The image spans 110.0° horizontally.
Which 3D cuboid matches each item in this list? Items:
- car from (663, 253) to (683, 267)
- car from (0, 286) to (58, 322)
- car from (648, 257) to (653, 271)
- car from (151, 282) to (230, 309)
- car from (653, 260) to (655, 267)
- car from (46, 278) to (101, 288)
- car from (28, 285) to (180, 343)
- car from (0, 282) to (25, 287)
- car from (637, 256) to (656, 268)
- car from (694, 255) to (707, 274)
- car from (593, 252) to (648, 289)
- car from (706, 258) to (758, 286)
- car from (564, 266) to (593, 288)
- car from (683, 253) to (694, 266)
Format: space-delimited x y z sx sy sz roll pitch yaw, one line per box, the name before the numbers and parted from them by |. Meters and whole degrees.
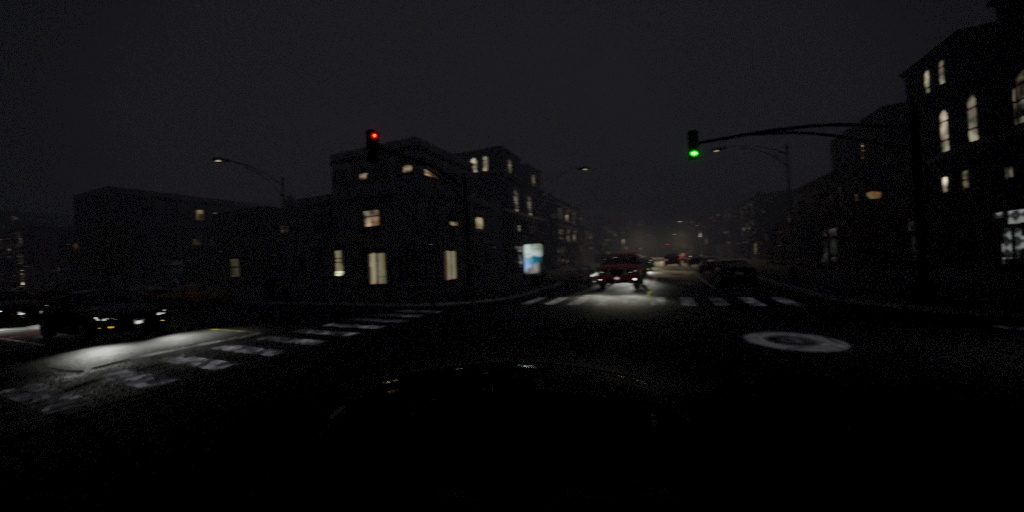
car | 21.778 0.457 48.779 2.097 1.767 4.553 -3 0 23
car | -23.039 2.298 16.193 4.892 1.490 1.837 -3 -1 24
car | 10.663 0.970 30.926 2.128 1.511 4.902 -3 0 24
car | -18.134 2.161 20.347 4.829 1.417 1.751 0 0 24
car | 14.261 0.942 39.325 1.994 1.385 4.181 -3 0 23
car | -33.130 2.630 27.054 5.009 1.841 2.192 0 0 24
car | -13.720 1.882 12.021 4.892 1.490 1.837 -3 -1 24
car | -38.993 3.026 26.773 5.008 1.535 1.882 -3 -1 25
car | 18.441 0.807 48.963 2.033 1.411 5.357 -3 0 24
car | 16.625 0.781 30.080 1.802 1.307 4.207 0 0 23
car | 6.726 0.813 21.810 2.150 2.045 5.566 -3 -1 24
car | 12.278 0.888 19.931 1.948 1.339 4.313 0 0 23
car | 4.589 1.283 23.243 1.802 1.307 4.207 0 0 23
car | 23.148 0.566 45.308 2.007 1.370 4.403 0 0 23
